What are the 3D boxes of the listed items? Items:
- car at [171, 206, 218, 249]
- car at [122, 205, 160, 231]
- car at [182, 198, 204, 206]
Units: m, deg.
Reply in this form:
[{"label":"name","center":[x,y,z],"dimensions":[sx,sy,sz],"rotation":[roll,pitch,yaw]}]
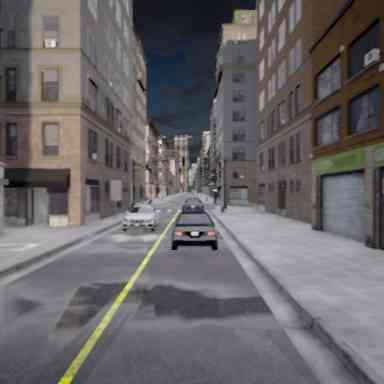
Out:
[{"label":"car","center":[0.098,1.533,14.362],"dimensions":[2.033,1.411,5.357],"rotation":[0,0,0]},{"label":"car","center":[-3.004,1.516,20.473],"dimensions":[1.812,1.442,4.674],"rotation":[0,0,0]},{"label":"car","center":[0.096,1.321,31.619],"dimensions":[2.097,1.767,4.553],"rotation":[0,0,0]}]
